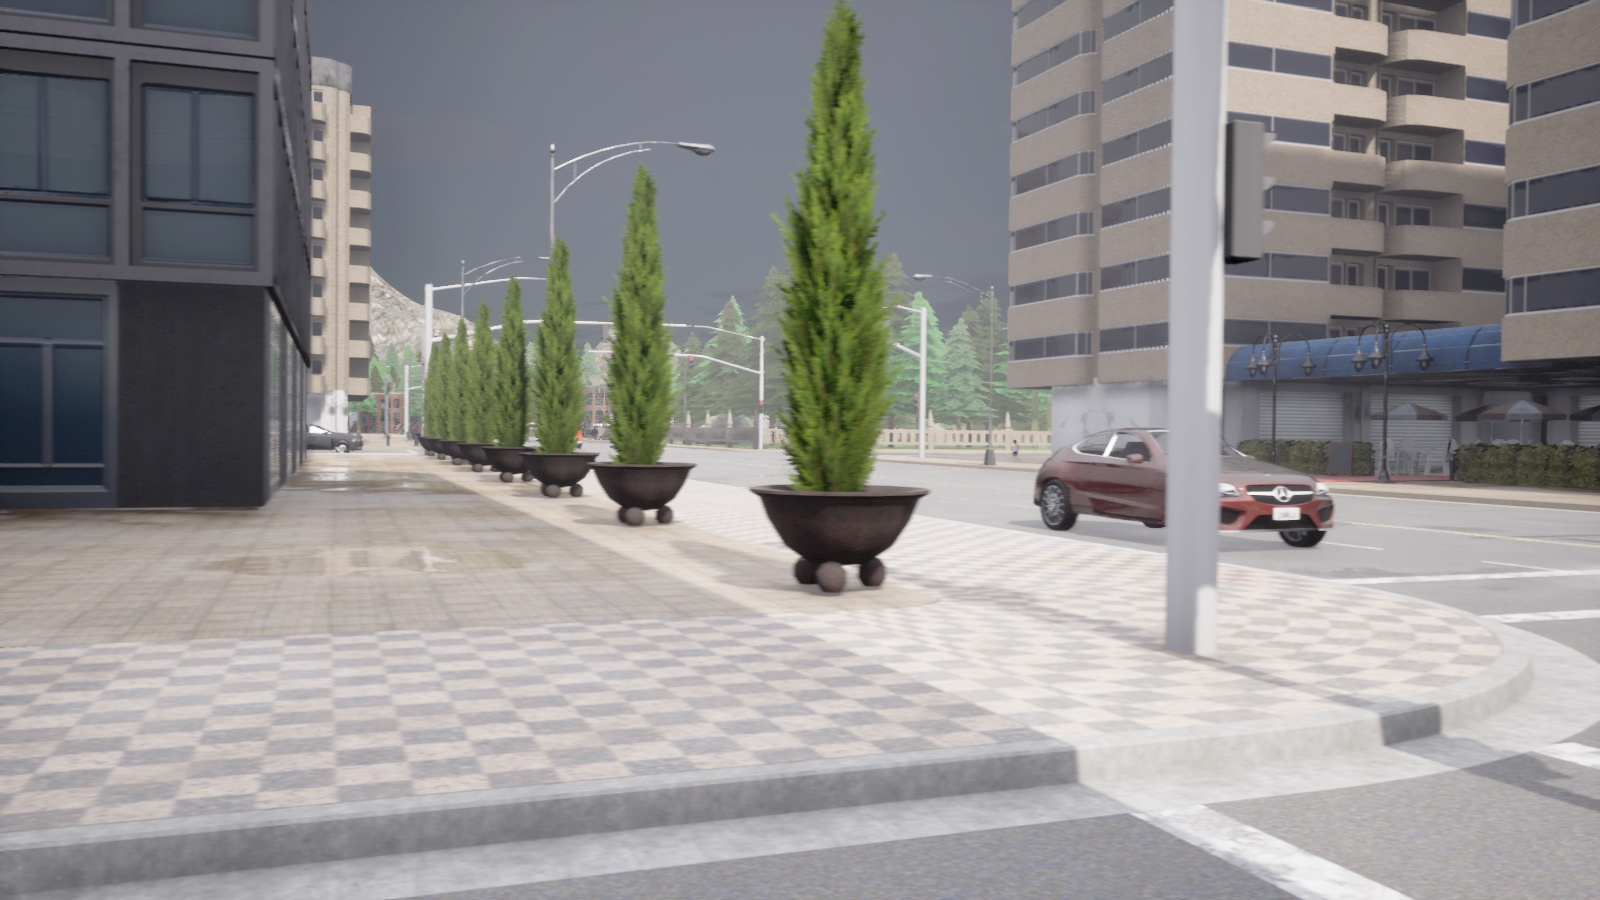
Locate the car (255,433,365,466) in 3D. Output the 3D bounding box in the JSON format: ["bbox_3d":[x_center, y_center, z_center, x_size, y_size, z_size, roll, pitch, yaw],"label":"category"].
[{"bbox_3d":[-23.881,-0.041,61.318,4.902,1.511,2.128,-1,1,-20],"label":"car"}]

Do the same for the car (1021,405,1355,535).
[{"bbox_3d":[5.519,0.212,18.714,2.152,1.651,5.027,-1,1,-20],"label":"car"}]
